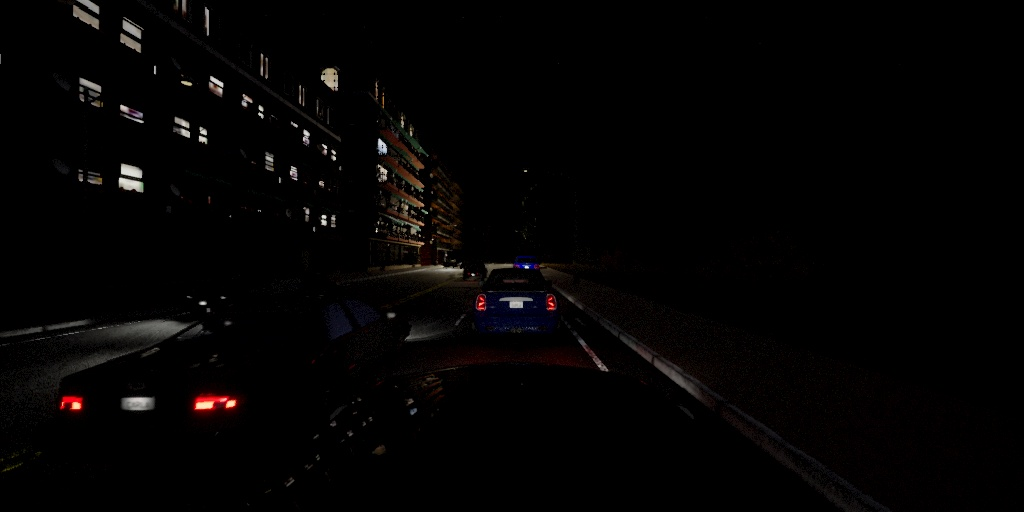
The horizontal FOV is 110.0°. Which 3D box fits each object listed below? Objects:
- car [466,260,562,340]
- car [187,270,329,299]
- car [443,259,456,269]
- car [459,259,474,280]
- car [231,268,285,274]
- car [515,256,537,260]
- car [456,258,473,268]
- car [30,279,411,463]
[{"bbox_3d":[0.097,1.103,10.099,2.097,1.767,4.553,0,0,0],"label":"car"},{"bbox_3d":[-6.603,1.277,10.654,1.812,1.442,4.674,0,0,0],"label":"car"},{"bbox_3d":[-9.841,1.243,57.489,2.128,1.511,4.902,0,0,0],"label":"car"},{"bbox_3d":[-3.154,1.259,31.480,1.837,1.490,4.892,0,0,0],"label":"car"},{"bbox_3d":[-9.853,1.257,13.852,1.837,1.490,4.892,0,0,0],"label":"car"},{"bbox_3d":[1.135,0.979,30.053,2.150,2.045,5.566,0,0,0],"label":"car"},{"bbox_3d":[-6.596,1.104,53.920,2.097,1.767,4.553,0,0,0],"label":"car"},{"bbox_3d":[-3.155,1.298,5.536,2.033,1.411,5.357,0,0,0],"label":"car"}]
